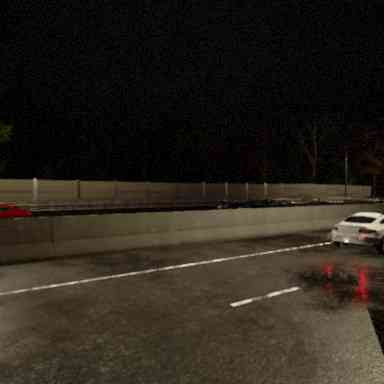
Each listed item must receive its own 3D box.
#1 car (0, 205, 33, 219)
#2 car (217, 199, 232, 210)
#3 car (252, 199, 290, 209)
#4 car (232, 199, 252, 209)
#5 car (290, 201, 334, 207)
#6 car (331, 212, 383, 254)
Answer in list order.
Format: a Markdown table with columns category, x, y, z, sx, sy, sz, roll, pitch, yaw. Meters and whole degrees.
| category | x | y | z | sx | sy | sz | roll | pitch | yaw |
| --- | --- | --- | --- | --- | --- | --- | --- | --- | --- |
| car | -12.569 | 1.523 | 20.821 | 4.674 | 1.442 | 1.812 | 0 | 0 | -35 |
| car | 5.027 | 1.493 | 37.665 | 4.902 | 1.511 | 2.128 | 0 | 0 | -35 |
| car | 8.071 | 1.566 | 31.240 | 4.181 | 1.385 | 1.994 | 0 | 0 | -35 |
| car | 6.842 | 1.507 | 34.661 | 4.892 | 1.490 | 1.837 | 0 | 0 | -35 |
| car | 10.976 | 1.528 | 29.014 | 4.674 | 1.442 | 1.812 | 0 | 0 | -35 |
| car | 7.467 | 1.524 | 13.370 | 4.674 | 1.442 | 1.812 | 0 | 0 | -35 |
